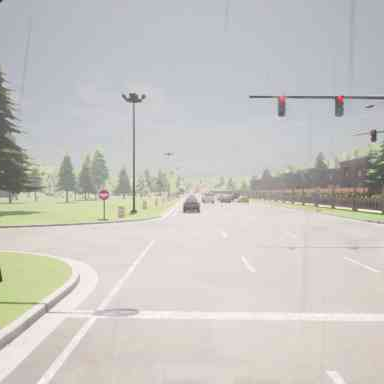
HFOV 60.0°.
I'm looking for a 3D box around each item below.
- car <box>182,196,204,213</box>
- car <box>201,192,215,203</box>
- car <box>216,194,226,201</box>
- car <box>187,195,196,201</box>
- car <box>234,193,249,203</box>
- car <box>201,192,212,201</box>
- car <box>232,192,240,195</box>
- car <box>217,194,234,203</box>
[{"bbox_3d":[-0.051,1.492,37.480,2.128,1.511,4.902,0,0,0],"label":"car"},{"bbox_3d":[3.408,1.221,68.128,2.150,2.045,5.566,0,0,0],"label":"car"},{"bbox_3d":[6.893,1.310,78.522,1.882,1.535,5.008,0,0,0],"label":"car"},{"bbox_3d":[-0.107,1.372,78.513,2.033,1.411,5.357,0,0,0],"label":"car"},{"bbox_3d":[10.408,1.477,68.107,1.882,1.535,5.008,0,0,0],"label":"car"},{"bbox_3d":[3.393,1.057,78.548,2.150,2.045,5.566,0,0,0],"label":"car"},{"bbox_3d":[10.393,1.057,78.557,2.150,2.045,5.566,0,0,0],"label":"car"},{"bbox_3d":[6.907,1.564,68.519,1.994,1.385,4.181,0,0,0],"label":"car"}]
